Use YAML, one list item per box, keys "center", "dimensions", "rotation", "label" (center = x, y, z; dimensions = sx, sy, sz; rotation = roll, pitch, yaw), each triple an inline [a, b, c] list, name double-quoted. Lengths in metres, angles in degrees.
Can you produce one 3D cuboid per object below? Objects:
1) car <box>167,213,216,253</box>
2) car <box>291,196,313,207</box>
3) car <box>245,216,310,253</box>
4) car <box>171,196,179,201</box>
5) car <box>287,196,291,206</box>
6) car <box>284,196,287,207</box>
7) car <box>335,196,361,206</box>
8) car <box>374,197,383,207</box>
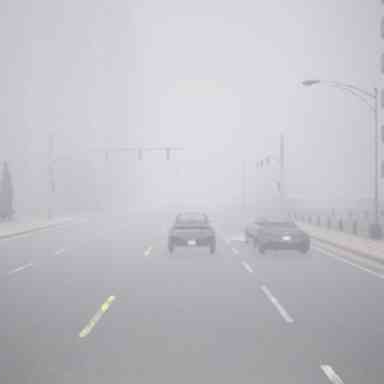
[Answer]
- center: [-0.004, 1.627, 14.287]
  dimensions: [2.128, 1.511, 4.902]
  rotation: [0, 0, 0]
  label: "car"
- center: [24.257, 2.130, 72.437]
  dimensions: [3.806, 1.475, 1.970]
  rotation: [0, -1, 0]
  label: "car"
- center: [3.496, 1.699, 14.289]
  dimensions: [1.994, 1.385, 4.181]
  rotation: [0, 0, 0]
  label: "car"
- center: [-4.813, 1.921, 93.750]
  dimensions: [2.097, 1.767, 4.553]
  rotation: [0, -1, -1]
  label: "car"
- center: [24.241, 2.125, 75.332]
  dimensions: [3.905, 1.438, 1.784]
  rotation: [0, -1, 0]
  label: "car"
- center: [24.174, 1.940, 78.017]
  dimensions: [4.605, 1.855, 1.932]
  rotation: [0, -1, 0]
  label: "car"
- center: [39.203, 1.992, 83.656]
  dimensions: [4.605, 1.855, 1.932]
  rotation: [0, -1, 0]
  label: "car"
- center: [39.392, 2.076, 66.758]
  dimensions: [3.806, 1.475, 1.970]
  rotation: [0, -1, 0]
  label: "car"
